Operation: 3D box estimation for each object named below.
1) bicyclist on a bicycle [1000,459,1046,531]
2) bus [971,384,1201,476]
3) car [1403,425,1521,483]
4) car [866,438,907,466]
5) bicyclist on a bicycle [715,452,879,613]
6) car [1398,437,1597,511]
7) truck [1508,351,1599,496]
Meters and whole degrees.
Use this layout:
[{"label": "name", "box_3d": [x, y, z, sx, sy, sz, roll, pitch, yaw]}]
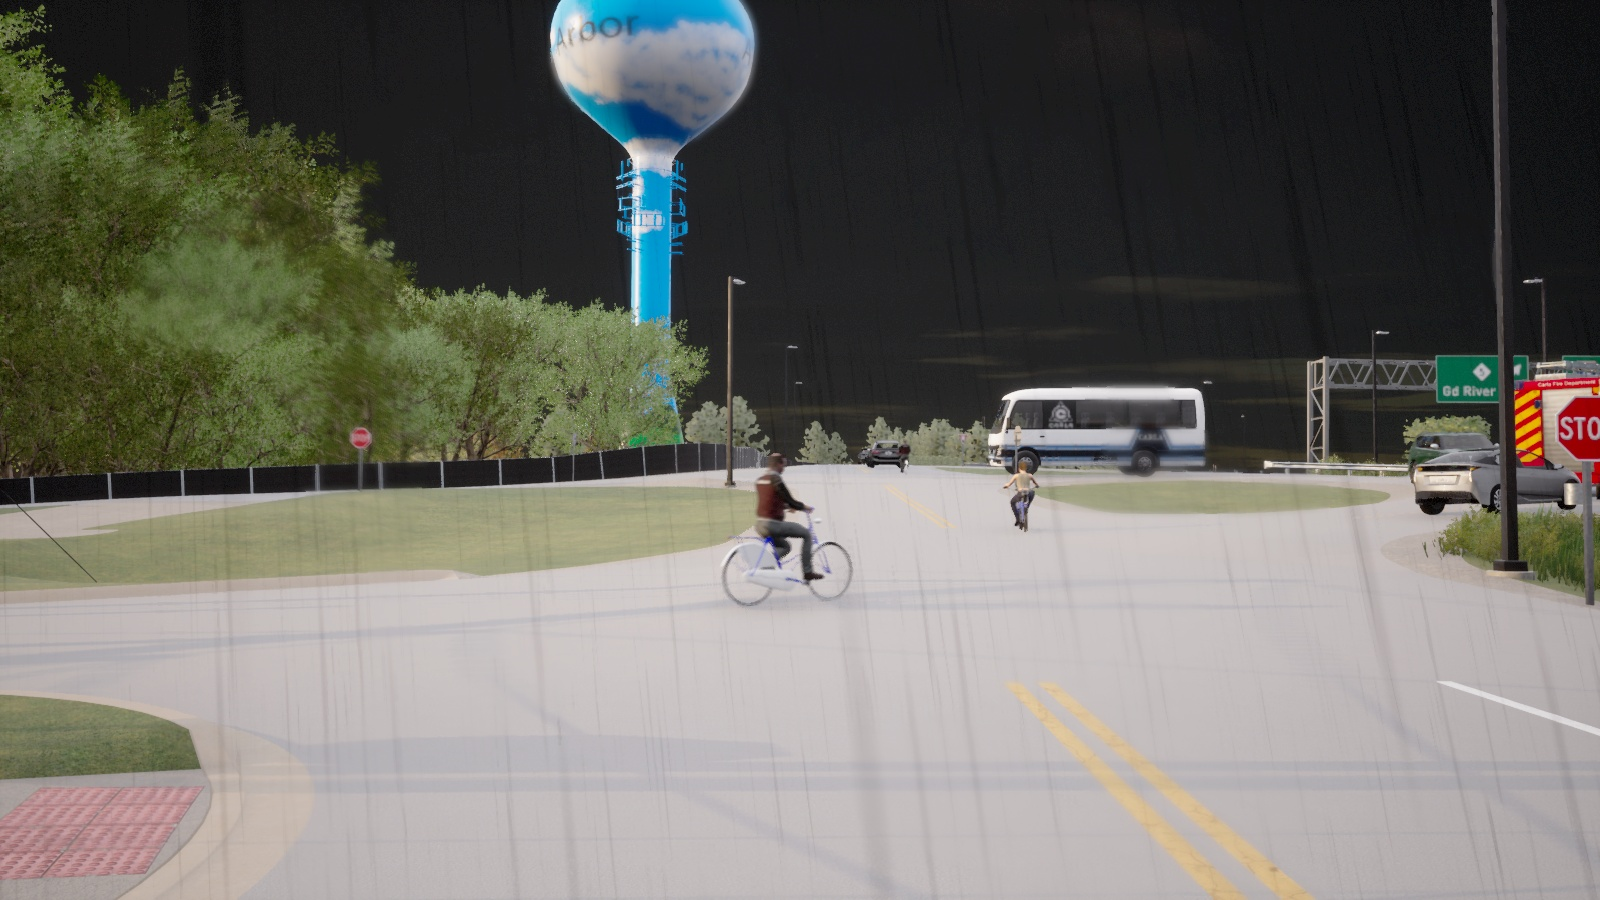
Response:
[{"label": "bicyclist on a bicycle", "box_3d": [5.199, 1.042, 29.345, 0.866, 1.612, 1.509, -1, 0, 3]}, {"label": "bus", "box_3d": [13.733, -0.961, 61.020, 10.273, 4.253, 3.944, 0, 1, 1]}, {"label": "car", "box_3d": [24.823, 0.124, 47.374, 2.150, 2.045, 5.566, -1, 0, 8]}, {"label": "car", "box_3d": [5.267, 0.129, 77.024, 2.242, 1.667, 4.611, 0, 0, 0]}, {"label": "bicyclist on a bicycle", "box_3d": [-0.024, 0.926, 14.675, 1.843, 1.776, 0.659, 0, -2, -35]}, {"label": "car", "box_3d": [16.541, 0.550, 29.741, 4.514, 1.525, 2.007, -2, -1, -30]}, {"label": "truck", "box_3d": [23.888, -0.755, 36.655, 8.468, 3.827, 2.891, -1, -1, -42]}]
